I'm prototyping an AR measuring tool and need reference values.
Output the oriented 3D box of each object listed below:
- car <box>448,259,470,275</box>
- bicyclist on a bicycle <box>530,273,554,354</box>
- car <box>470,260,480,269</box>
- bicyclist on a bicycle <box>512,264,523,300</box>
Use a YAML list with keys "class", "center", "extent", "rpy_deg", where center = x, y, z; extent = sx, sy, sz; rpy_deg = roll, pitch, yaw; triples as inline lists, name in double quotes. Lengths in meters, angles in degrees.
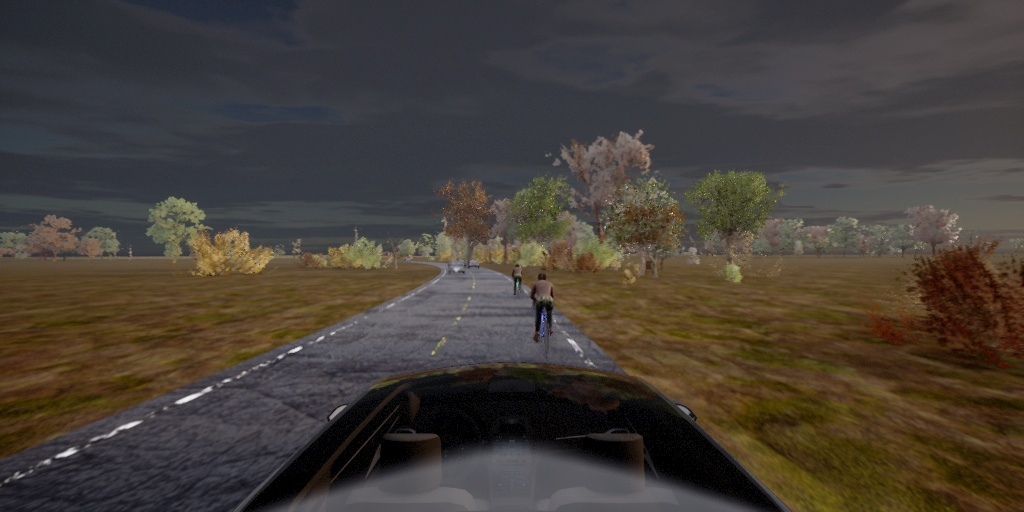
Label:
- class: "car"
  center: [-6.010, 1.253, 38.966]
  extent: [2.128, 1.511, 4.902]
  rpy_deg: [0, 0, -9]
- class: "bicyclist on a bicycle"
  center: [0.681, 1.203, 7.873]
  extent: [0.582, 1.620, 1.656]
  rpy_deg: [0, 0, -2]
- class: "car"
  center: [-6.502, 1.321, 58.979]
  extent: [2.033, 1.411, 5.357]
  rpy_deg: [0, 0, -13]
- class: "bicyclist on a bicycle"
  center: [0.267, 1.204, 16.960]
  extent: [0.582, 1.620, 1.656]
  rpy_deg: [0, 0, -4]
